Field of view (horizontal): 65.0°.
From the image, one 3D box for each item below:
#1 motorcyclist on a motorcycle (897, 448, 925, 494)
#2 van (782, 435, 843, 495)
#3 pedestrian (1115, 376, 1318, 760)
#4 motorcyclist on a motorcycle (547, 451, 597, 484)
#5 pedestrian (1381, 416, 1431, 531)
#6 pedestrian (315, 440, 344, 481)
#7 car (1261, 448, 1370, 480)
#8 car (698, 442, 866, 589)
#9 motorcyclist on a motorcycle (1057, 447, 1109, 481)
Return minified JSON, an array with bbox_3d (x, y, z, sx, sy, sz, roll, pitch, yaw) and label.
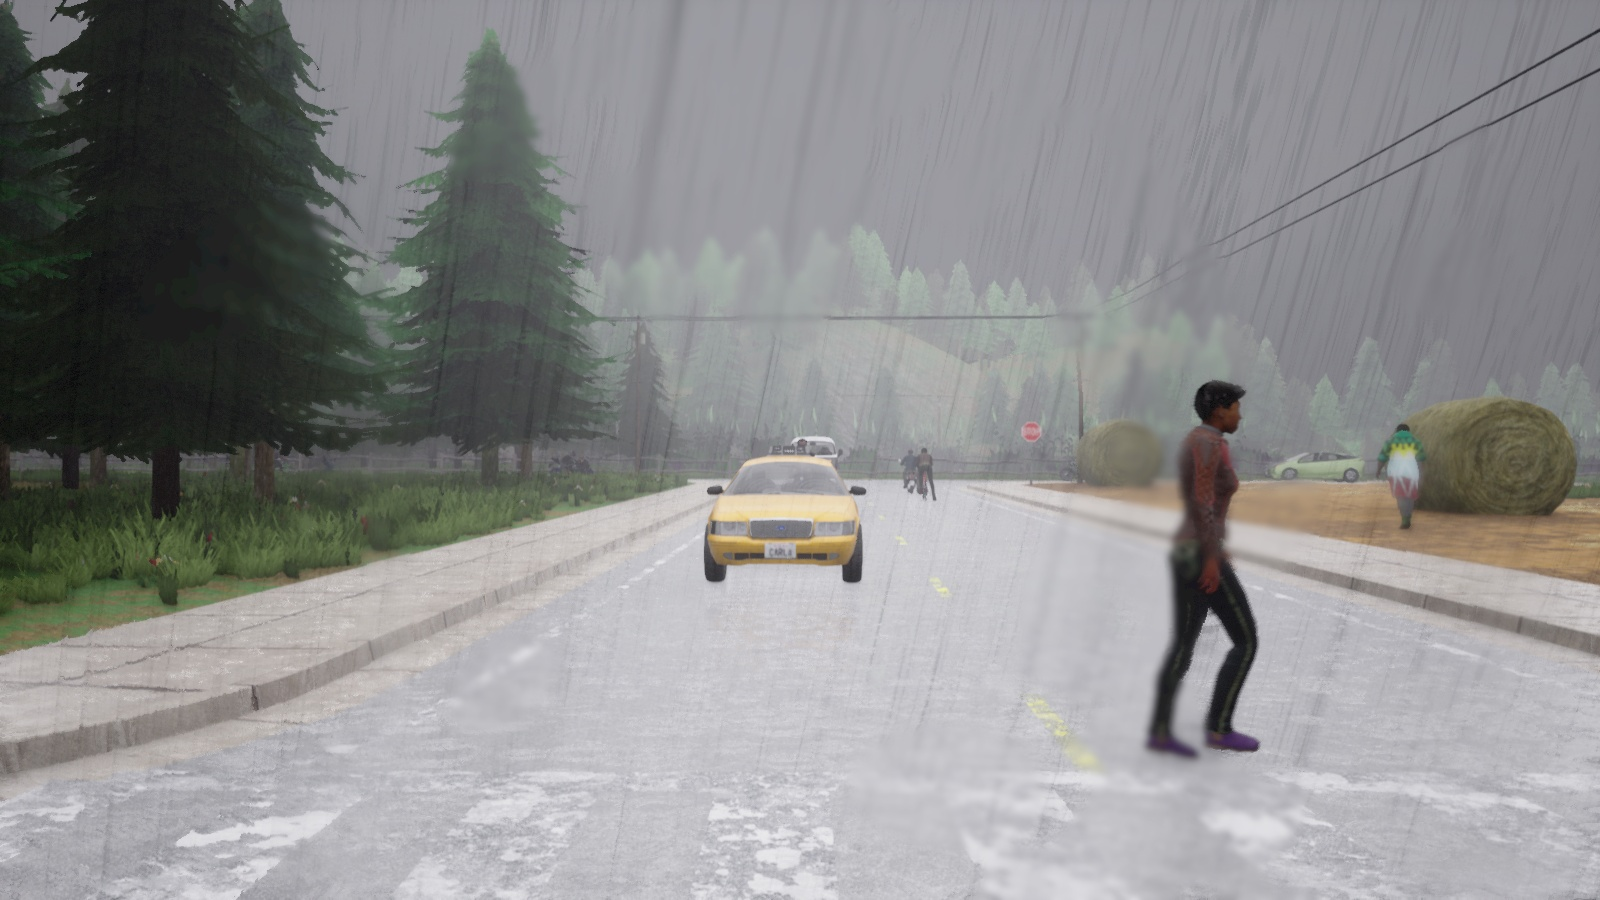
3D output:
[{"bbox_3d":[3.976,0.743,45.142,0.866,1.590,1.817,0,0,1],"label":"motorcyclist on a motorcycle"},{"bbox_3d":[0.472,0.518,44.821,2.069,2.038,4.480,0,0,1],"label":"van"},{"bbox_3d":[2.001,0.554,6.079,0.869,1.805,0.328,0,0,2],"label":"pedestrian"},{"bbox_3d":[-10.862,0.827,59.912,2.191,1.530,0.866,0,0,4],"label":"motorcyclist on a motorcycle"},{"bbox_3d":[10.506,0.396,21.782,0.659,1.952,0.873,0,0,18],"label":"pedestrian"},{"bbox_3d":[-21.206,0.466,56.660,0.900,1.855,0.874,0,0,12],"label":"pedestrian"},{"bbox_3d":[24.963,0.680,60.910,4.514,1.525,2.007,0,0,4],"label":"car"},{"bbox_3d":[-0.144,0.711,16.163,1.801,1.575,5.366,0,0,1],"label":"car"},{"bbox_3d":[13.892,0.702,61.686,2.350,1.649,0.766,0,0,4],"label":"motorcyclist on a motorcycle"}]
